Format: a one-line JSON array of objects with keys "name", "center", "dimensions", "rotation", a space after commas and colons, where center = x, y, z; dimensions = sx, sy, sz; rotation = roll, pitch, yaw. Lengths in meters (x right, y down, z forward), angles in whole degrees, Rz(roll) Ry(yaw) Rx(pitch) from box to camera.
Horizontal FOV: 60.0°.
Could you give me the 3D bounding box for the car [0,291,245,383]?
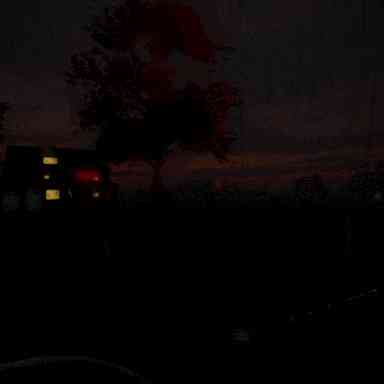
[{"name": "car", "center": [-1.850, 1.490, 1.739], "dimensions": [4.902, 1.511, 2.128], "rotation": [0, 0, -35]}]
